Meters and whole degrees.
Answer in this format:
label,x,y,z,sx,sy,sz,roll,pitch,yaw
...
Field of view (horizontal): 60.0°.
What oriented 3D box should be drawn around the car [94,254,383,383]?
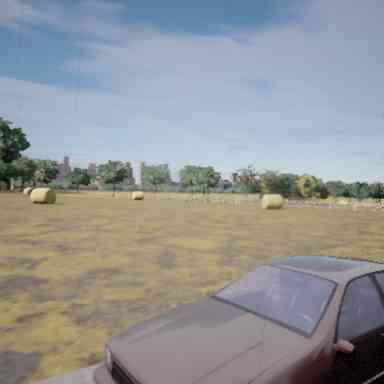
label,x,y,z,sx,sy,sz,roll,pitch,yaw
car,1.628,1.596,4.265,5.357,1.411,2.033,1,-1,-35
